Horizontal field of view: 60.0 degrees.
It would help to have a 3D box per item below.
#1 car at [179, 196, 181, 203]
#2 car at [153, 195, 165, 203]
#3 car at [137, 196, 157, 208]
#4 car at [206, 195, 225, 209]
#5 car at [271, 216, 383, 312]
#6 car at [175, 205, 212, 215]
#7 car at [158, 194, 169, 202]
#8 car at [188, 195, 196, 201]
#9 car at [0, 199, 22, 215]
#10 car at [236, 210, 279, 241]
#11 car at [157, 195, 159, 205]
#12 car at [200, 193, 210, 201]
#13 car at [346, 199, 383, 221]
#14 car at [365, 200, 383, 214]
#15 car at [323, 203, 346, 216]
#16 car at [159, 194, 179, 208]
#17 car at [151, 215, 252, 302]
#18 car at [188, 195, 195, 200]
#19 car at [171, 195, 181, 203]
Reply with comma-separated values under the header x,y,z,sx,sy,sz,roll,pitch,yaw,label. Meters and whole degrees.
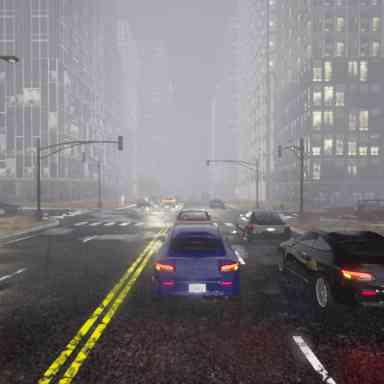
x,y,z,sx,sy,sz,roll,pitch,yaw,label
-3.403,1.573,58.590,1.895,1.301,4.718,0,0,0,car
-6.611,1.469,66.906,1.837,1.490,4.892,0,0,0,car
-6.659,1.529,47.814,2.033,1.411,5.357,0,0,0,car
3.322,1.548,45.324,1.994,1.385,4.181,0,0,-1,car
3.342,1.524,7.582,1.812,1.442,4.674,0,0,0,car
0.080,1.597,17.314,1.895,1.301,4.718,0,0,0,car
-6.600,1.309,76.831,2.097,1.767,4.553,0,0,0,car
-0.102,1.492,78.952,2.033,1.411,5.357,0,0,0,car
-18.500,1.368,30.989,4.892,1.490,1.837,1,1,2,car
3.333,1.560,16.151,1.994,1.385,4.181,0,0,0,car
-6.655,1.478,57.552,1.837,1.490,4.892,0,0,0,car
3.146,1.170,80.361,2.150,2.045,5.566,0,0,0,car
16.166,1.528,27.892,5.009,1.841,2.192,1,0,1,car
21.764,1.655,36.186,4.829,1.417,1.752,1,0,1,car
15.861,1.720,33.690,4.718,1.301,1.895,1,1,1,car
-3.407,1.458,49.211,1.882,1.535,5.008,0,0,0,car
0.091,1.524,8.147,1.812,1.442,4.674,0,0,0,car
-0.115,1.534,89.107,1.895,1.301,4.718,0,0,0,car
-3.340,1.440,69.118,1.882,1.535,5.008,0,0,0,car
